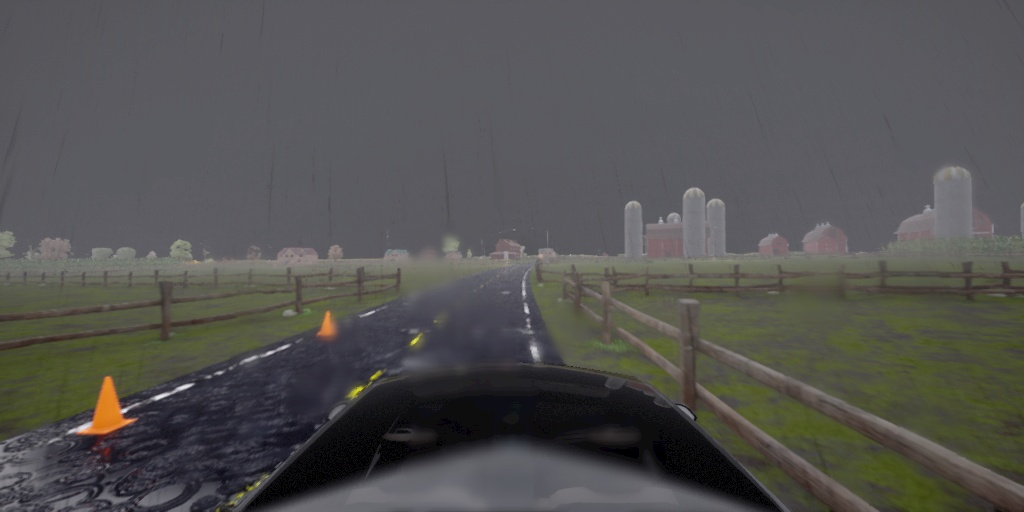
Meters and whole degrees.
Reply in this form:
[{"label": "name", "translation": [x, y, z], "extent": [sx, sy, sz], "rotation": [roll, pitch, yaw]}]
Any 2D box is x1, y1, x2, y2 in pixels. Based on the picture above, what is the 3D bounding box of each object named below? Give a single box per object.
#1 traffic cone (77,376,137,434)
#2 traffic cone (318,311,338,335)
[{"label": "traffic cone", "translation": [-4.725, 1.706, 4.193], "extent": [0.340, 0.580, 0.340], "rotation": [0, 0, 0]}, {"label": "traffic cone", "translation": [-4.721, 1.708, 9.201], "extent": [0.340, 0.580, 0.340], "rotation": [0, 0, 0]}]
